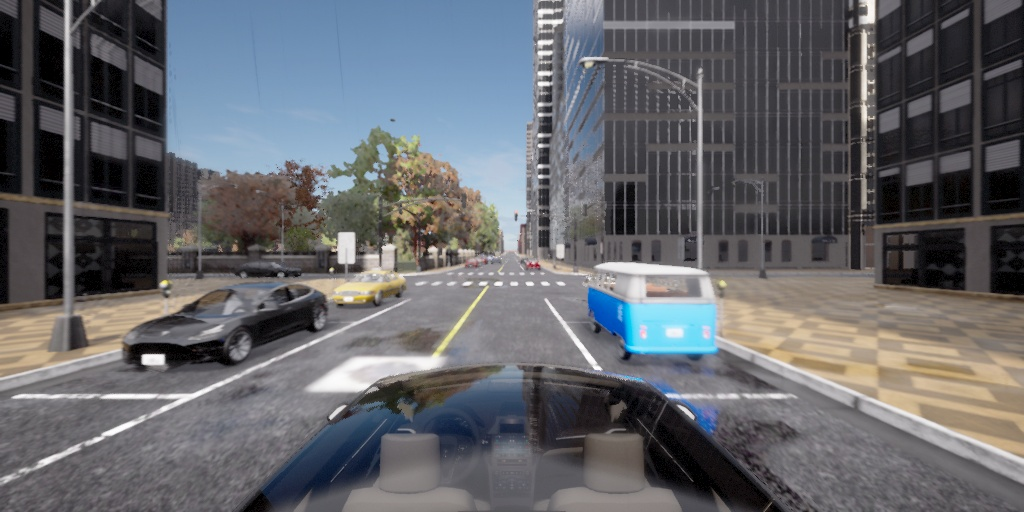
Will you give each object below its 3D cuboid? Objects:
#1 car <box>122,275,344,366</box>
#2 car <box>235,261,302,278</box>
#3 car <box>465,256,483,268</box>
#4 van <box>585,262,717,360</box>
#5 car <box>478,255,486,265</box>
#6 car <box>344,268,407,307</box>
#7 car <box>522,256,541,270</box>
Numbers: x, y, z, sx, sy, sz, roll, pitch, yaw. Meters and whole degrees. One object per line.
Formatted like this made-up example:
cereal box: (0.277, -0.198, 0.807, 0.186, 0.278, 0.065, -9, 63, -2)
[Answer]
car: (-5.776, 1.283, 7.954, 1.948, 1.339, 4.313, 0, 0, 0)
car: (-20.126, 1.165, 29.747, 5.008, 1.535, 1.882, 1, 0, 1)
car: (-5.721, 1.037, 51.758, 1.888, 1.381, 4.507, 0, 0, 0)
van: (2.767, 1.059, 7.960, 1.690, 1.789, 3.998, 0, 0, 0)
car: (-5.725, 1.014, 57.441, 2.007, 1.370, 4.403, 0, 0, 0)
car: (-5.828, 1.205, 15.188, 1.751, 1.417, 4.829, 0, 0, 0)
car: (2.663, 0.962, 46.085, 1.967, 1.591, 4.097, 0, 0, 0)
